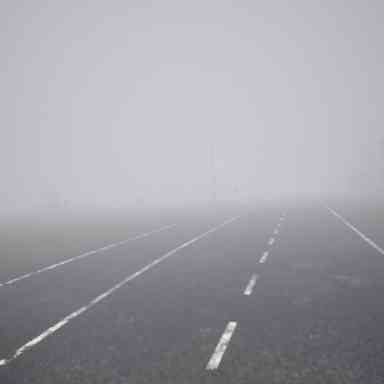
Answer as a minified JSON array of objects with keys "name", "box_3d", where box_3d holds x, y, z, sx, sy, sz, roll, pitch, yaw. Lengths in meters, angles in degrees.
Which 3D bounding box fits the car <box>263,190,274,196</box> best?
[{"name":"car","box_3d":[16.837,0.184,73.039,1.994,1.385,4.181,-4,0,18]}]
